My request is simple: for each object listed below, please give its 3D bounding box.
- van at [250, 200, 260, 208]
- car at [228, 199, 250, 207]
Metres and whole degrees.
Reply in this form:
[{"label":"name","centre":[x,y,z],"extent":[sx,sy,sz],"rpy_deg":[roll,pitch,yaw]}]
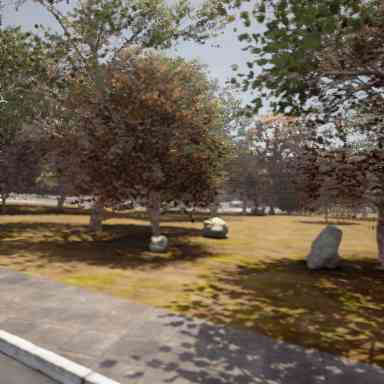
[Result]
[{"label":"van","centre":[15.790,3.235,91.586],"extent":[4.442,1.987,1.878],"rpy_deg":[4,0,-44]},{"label":"car","centre":[11.905,2.966,87.763],"extent":[5.566,2.045,2.435],"rpy_deg":[4,0,-44]}]
